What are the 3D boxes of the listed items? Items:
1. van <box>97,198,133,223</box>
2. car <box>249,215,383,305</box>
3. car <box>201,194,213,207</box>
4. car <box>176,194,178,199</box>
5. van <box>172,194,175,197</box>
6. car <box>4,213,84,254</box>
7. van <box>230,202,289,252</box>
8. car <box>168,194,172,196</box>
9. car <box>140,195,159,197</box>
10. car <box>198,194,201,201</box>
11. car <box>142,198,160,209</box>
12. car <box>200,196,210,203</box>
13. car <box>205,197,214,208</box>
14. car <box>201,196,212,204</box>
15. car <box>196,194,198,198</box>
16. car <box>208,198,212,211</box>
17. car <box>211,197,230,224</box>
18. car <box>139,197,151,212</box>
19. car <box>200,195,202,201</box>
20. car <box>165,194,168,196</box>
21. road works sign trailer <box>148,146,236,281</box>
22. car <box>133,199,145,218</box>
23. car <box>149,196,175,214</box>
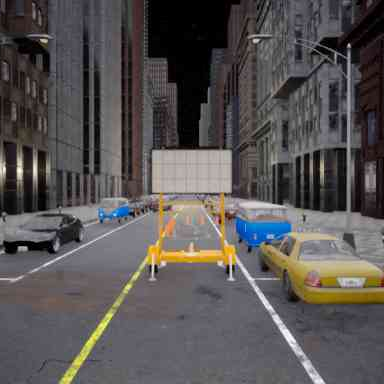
[{"bbox_3d":[-5.775,1.341,24.789,1.690,1.788,3.998,0,0,0],"label":"van"},{"bbox_3d":[2.757,1.525,8.065,1.752,1.417,4.829,0,0,0],"label":"car"},{"bbox_3d":[2.742,1.442,47.349,1.967,1.590,4.097,0,0,0],"label":"car"},{"bbox_3d":[-5.799,1.560,92.429,2.008,1.369,4.403,0,0,0],"label":"car"},{"bbox_3d":[-5.796,1.346,81.156,1.690,1.788,3.998,0,0,0],"label":"van"},{"bbox_3d":[-5.770,1.565,13.516,1.947,1.339,4.313,0,0,0],"label":"car"},{"bbox_3d":[2.754,1.340,13.531,1.690,1.788,3.998,0,0,0],"label":"van"},{"bbox_3d":[-5.791,1.444,69.883,1.967,1.590,4.097,0,0,0],"label":"car"},{"bbox_3d":[-5.781,1.316,41.699,2.192,1.841,5.009,0,0,0],"label":"car"},{"bbox_3d":[2.738,1.318,58.622,2.192,1.841,5.009,0,0,0],"label":"car"},{"bbox_3d":[-5.782,1.546,47.336,1.887,1.381,4.507,0,0,0],"label":"car"},{"bbox_3d":[2.734,1.570,69.895,1.947,1.339,4.313,0,0,0],"label":"car"},{"bbox_3d":[2.747,1.551,36.077,2.008,1.369,4.403,0,0,0],"label":"car"},{"bbox_3d":[2.736,1.548,64.258,1.887,1.381,4.507,0,0,0],"label":"car"},{"bbox_3d":[2.730,1.445,81.166,1.967,1.590,4.097,0,0,0],"label":"car"},{"bbox_3d":[2.749,1.526,30.610,1.752,1.417,4.829,0,0,0],"label":"car"},{"bbox_3d":[2.750,1.440,24.804,1.967,1.590,4.097,0,0,0],"label":"car"},{"bbox_3d":[-5.778,1.566,36.063,1.947,1.339,4.313,0,0,0],"label":"car"},{"bbox_3d":[2.741,1.568,52.985,1.947,1.339,4.313,0,0,0],"label":"car"},{"bbox_3d":[-5.787,1.443,58.610,1.967,1.590,4.097,0,0,0],"label":"car"},{"bbox_3d":[-0.004,0.463,9.846,2.380,3.560,2.880,0,0,0],"label":"road works sign trailer"},{"bbox_3d":[-5.776,1.566,30.426,1.947,1.339,4.313,0,0,0],"label":"car"},{"bbox_3d":[-3.109,1.505,35.695,1.837,1.490,4.892,0,0,0],"label":"car"}]
